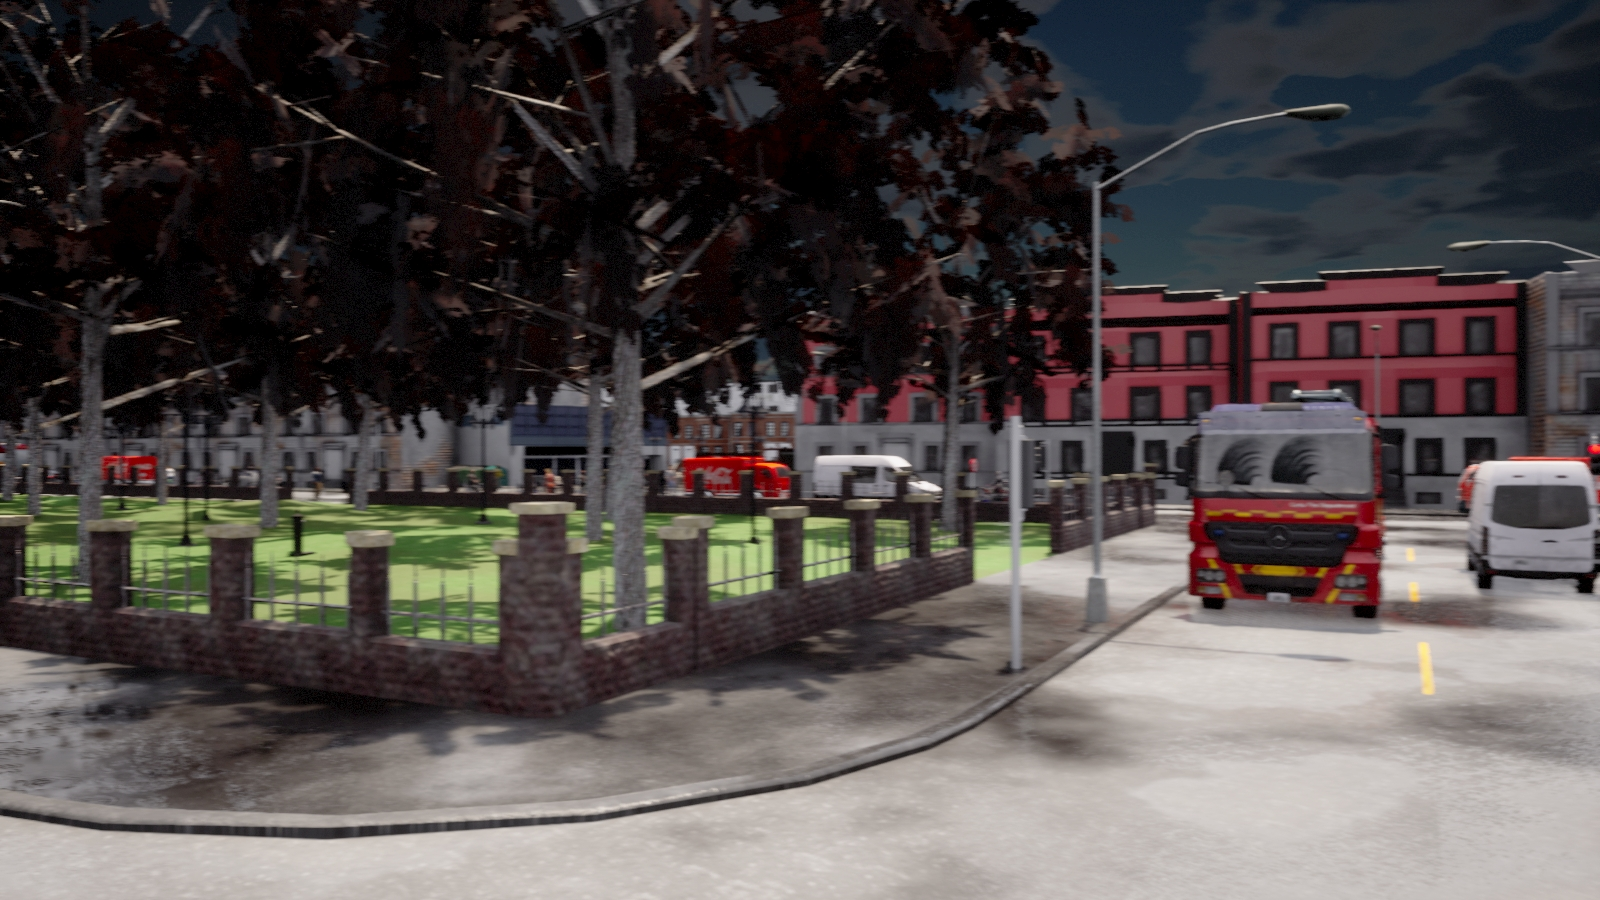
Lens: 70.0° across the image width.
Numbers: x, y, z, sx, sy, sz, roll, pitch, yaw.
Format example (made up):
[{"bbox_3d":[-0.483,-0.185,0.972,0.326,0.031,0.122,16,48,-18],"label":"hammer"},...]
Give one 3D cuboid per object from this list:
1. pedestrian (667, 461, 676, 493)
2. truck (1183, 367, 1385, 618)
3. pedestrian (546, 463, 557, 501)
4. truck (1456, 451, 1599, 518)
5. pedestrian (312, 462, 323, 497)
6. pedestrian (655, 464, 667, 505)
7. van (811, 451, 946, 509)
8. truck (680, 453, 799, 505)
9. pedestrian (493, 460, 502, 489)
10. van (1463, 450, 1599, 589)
[{"bbox_3d":[-7.543,1.564,67.203,0.375,1.860,0.375,0,0,-42],"label":"pedestrian"},{"bbox_3d":[9.516,0.652,21.828,2.891,3.827,8.468,0,0,27],"label":"truck"},{"bbox_3d":[-12.188,1.570,56.032,0.375,1.860,0.375,0,0,22],"label":"pedestrian"},{"bbox_3d":[28.371,1.288,44.060,5.204,2.467,2.627,0,0,28],"label":"truck"},{"bbox_3d":[-26.449,1.612,62.625,0.375,1.860,0.375,0,0,36],"label":"pedestrian"},{"bbox_3d":[-6.372,1.558,52.365,0.375,1.860,0.375,0,0,30],"label":"pedestrian"},{"bbox_3d":[3.578,1.321,52.561,5.915,2.561,1.988,0,0,28],"label":"van"},{"bbox_3d":[-2.957,1.372,55.970,5.204,2.467,2.627,0,0,28],"label":"truck"},{"bbox_3d":[-19.689,1.597,74.368,0.375,1.860,0.375,0,0,35],"label":"pedestrian"},{"bbox_3d":[15.273,1.282,24.084,1.988,2.561,5.915,0,0,28],"label":"van"}]
